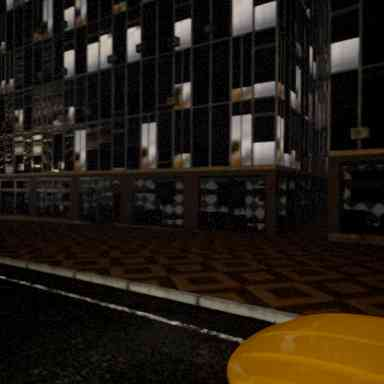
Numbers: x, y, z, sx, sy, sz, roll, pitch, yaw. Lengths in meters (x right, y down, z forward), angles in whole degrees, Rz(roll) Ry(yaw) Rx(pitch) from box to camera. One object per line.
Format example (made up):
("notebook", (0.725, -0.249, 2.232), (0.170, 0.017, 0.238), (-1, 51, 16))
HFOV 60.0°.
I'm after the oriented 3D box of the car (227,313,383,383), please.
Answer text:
("car", (2.529, 1.463, 1.806), (5.008, 1.535, 1.882), (0, 0, 36))
